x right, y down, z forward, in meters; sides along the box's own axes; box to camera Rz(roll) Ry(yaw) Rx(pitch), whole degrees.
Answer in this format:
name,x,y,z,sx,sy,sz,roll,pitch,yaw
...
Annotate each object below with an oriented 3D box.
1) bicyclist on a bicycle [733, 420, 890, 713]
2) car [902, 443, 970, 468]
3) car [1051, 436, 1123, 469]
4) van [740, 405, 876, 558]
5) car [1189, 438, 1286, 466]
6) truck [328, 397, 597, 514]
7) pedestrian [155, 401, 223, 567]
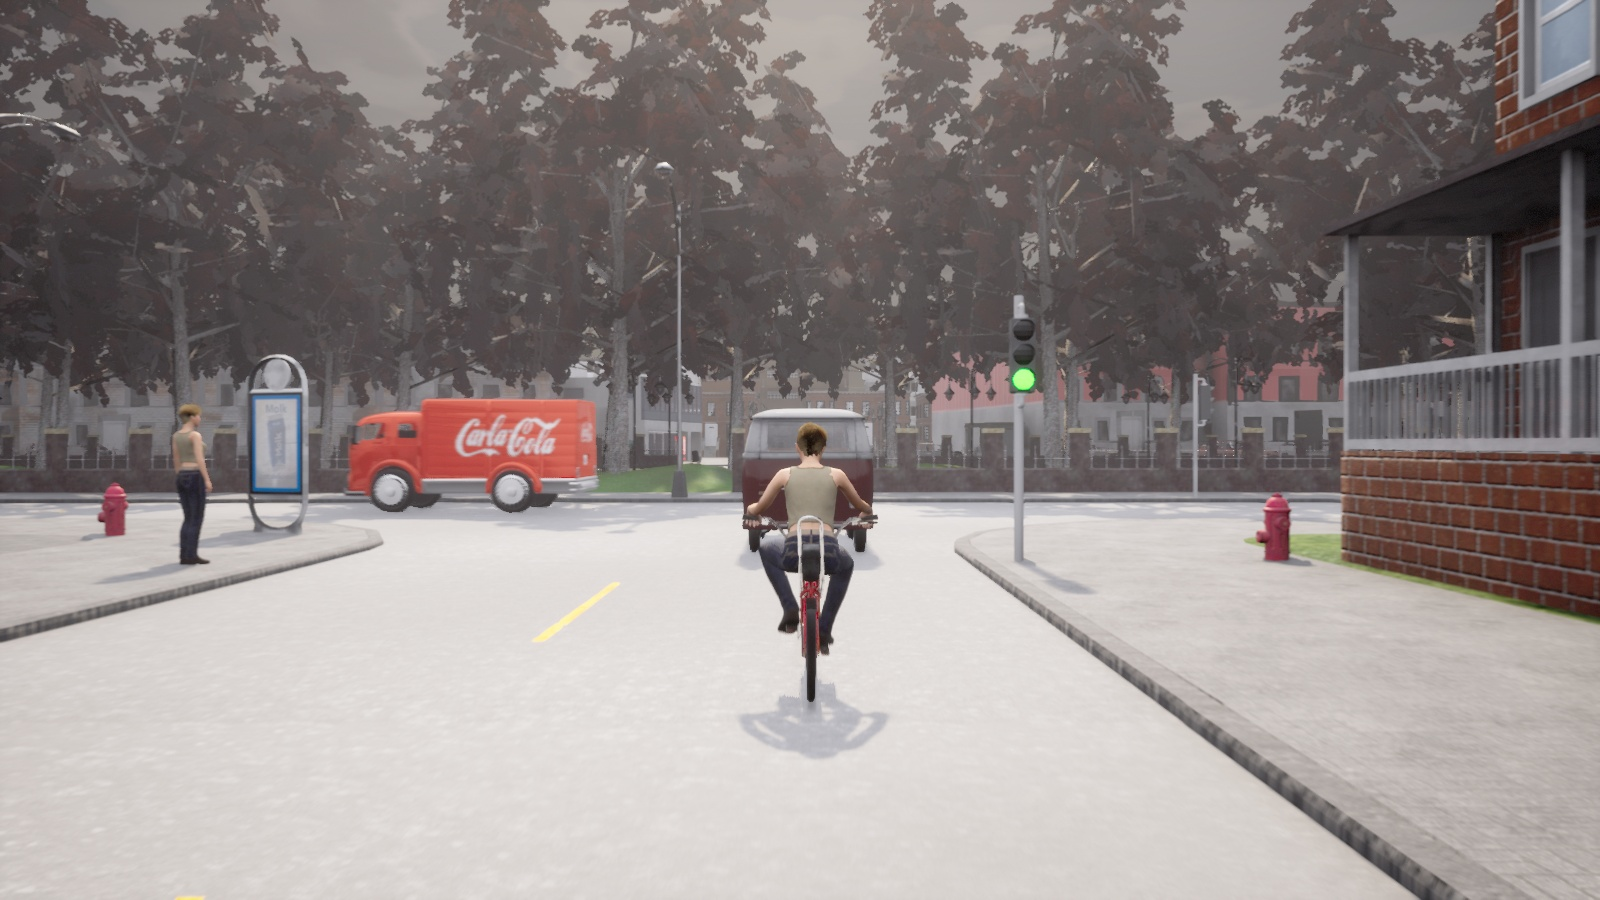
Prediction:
name,x,y,z,sx,sy,sz,roll,pitch,yaw
bicyclist on a bicycle,0.064,0.640,7.683,0.866,1.612,1.509,0,0,0
car,8.037,0.299,74.378,3.806,1.475,1.970,0,0,1
car,16.965,0.137,74.335,3.866,1.878,1.905,0,0,0
van,0.097,0.395,18.588,1.775,1.987,4.442,0,0,0
car,25.835,0.127,74.306,5.027,1.651,2.152,0,0,1
truck,-7.339,0.097,27.786,5.204,2.467,2.627,0,0,2
pedestrian,-6.925,0.370,14.240,0.345,1.836,0.594,0,0,32
